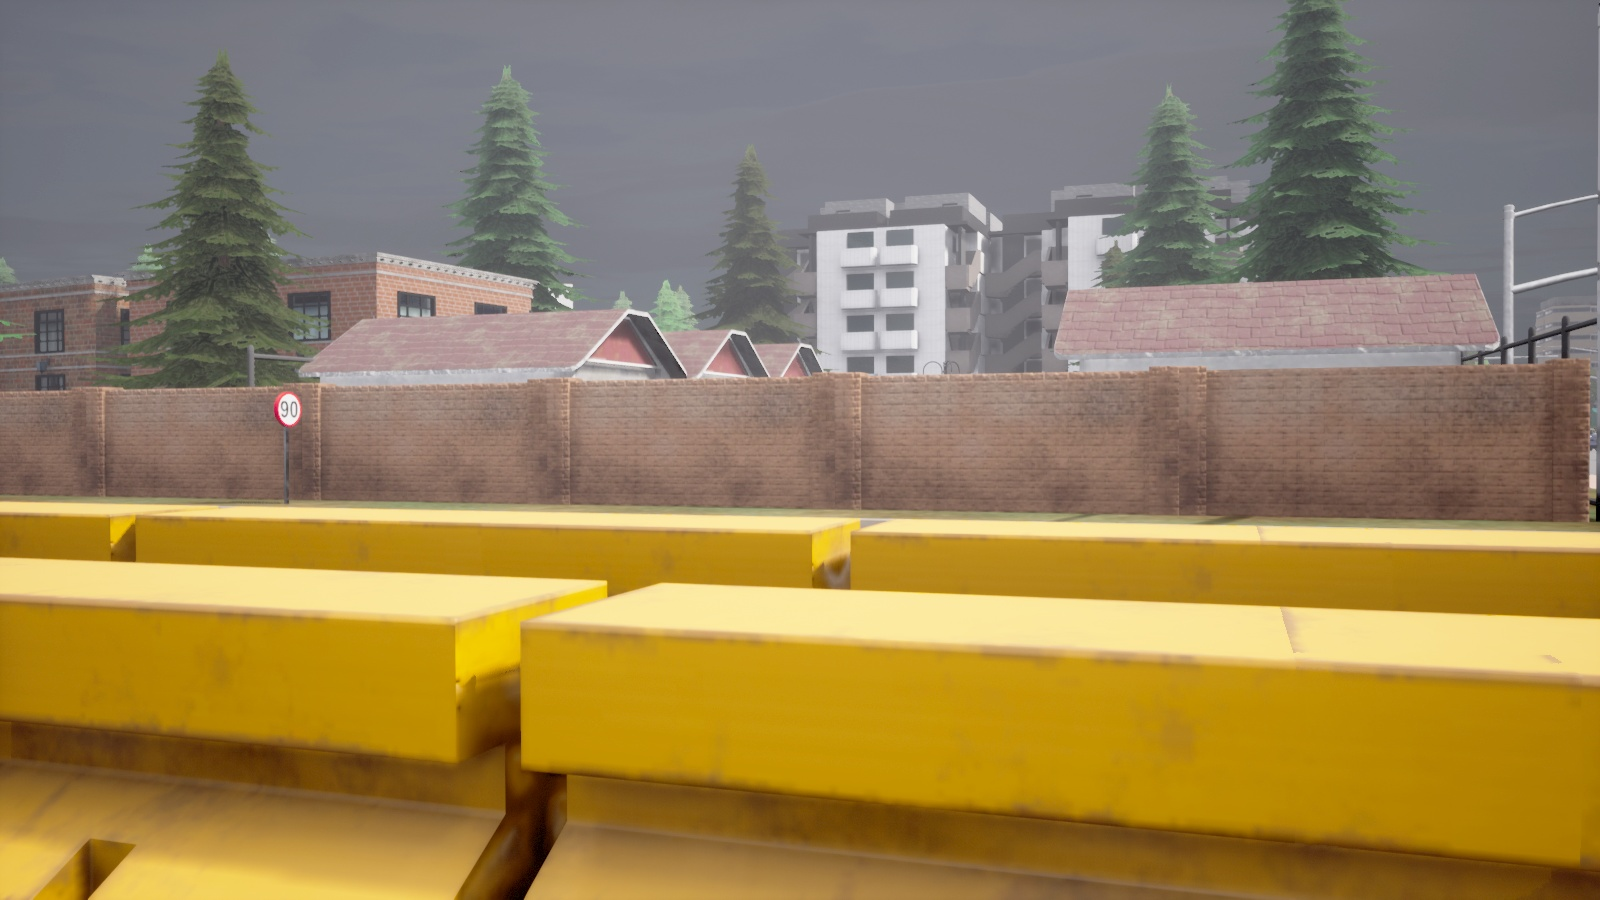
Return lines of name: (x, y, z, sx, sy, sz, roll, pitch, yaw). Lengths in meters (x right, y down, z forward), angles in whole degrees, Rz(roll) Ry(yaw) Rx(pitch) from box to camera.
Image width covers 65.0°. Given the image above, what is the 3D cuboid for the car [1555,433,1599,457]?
car: (50.295, -0.323, 81.079, 1.970, 1.475, 3.806, 1, 1, 20)
